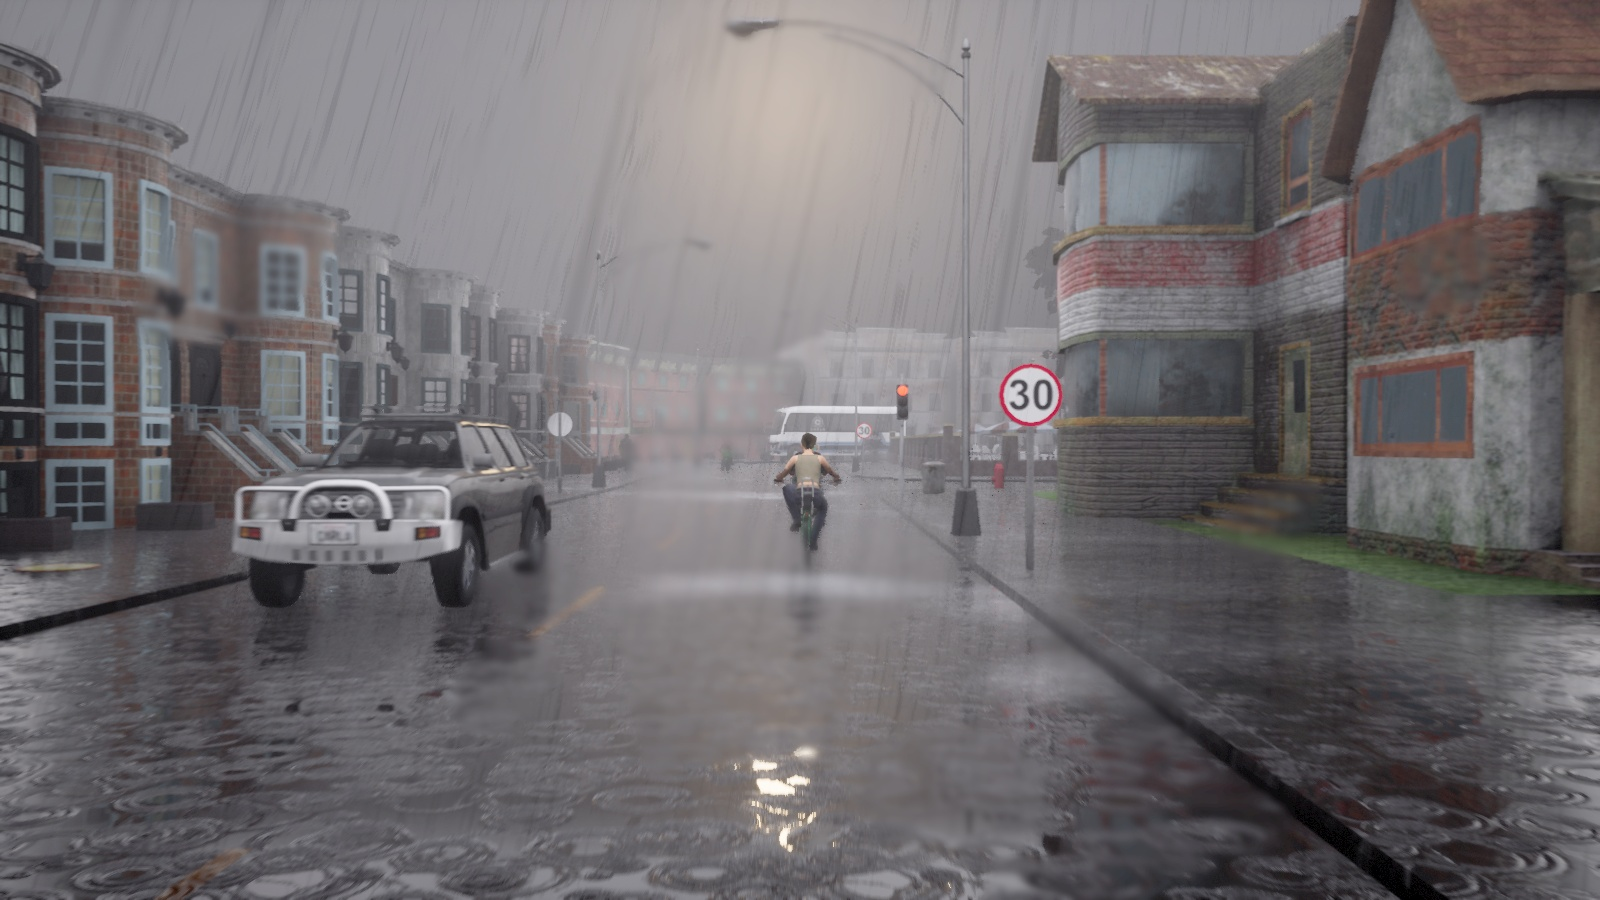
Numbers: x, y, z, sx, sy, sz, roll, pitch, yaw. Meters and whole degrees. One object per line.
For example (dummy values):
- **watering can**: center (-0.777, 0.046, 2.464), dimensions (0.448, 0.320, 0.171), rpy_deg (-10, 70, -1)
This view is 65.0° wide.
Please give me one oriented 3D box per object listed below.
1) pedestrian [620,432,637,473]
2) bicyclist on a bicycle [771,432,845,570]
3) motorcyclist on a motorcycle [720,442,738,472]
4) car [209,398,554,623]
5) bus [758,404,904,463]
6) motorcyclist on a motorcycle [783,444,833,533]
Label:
- **pedestrian**: center (-8.083, 0.111, 59.226), dimensions (0.659, 1.952, 0.873), rpy_deg (0, 0, 0)
- **bicyclist on a bicycle**: center (0.099, 0.596, 15.444), dimensions (0.866, 1.612, 1.509), rpy_deg (0, 0, 1)
- **motorcyclist on a motorcycle**: center (-3.639, 0.364, 64.213), dimensions (0.797, 1.523, 2.044), rpy_deg (0, 0, 0)
- **car**: center (-3.912, 0.489, 12.687), dimensions (1.932, 1.855, 4.605), rpy_deg (0, 0, 0)
- **bus**: center (2.268, -1.168, 93.936), dimensions (10.273, 4.253, 3.944), rpy_deg (0, 1, -14)
- **motorcyclist on a motorcycle**: center (0.144, 0.654, 22.691), dimensions (0.866, 1.530, 2.191), rpy_deg (0, 0, 0)
